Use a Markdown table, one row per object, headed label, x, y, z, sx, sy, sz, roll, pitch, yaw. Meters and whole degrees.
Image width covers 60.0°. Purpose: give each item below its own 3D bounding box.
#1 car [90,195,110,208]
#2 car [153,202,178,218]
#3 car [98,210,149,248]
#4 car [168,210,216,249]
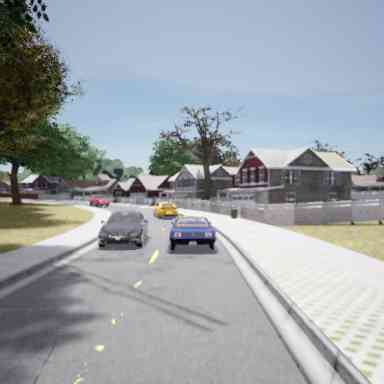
| label | x | y | z | sx | sy | sz | roll | pitch | yaw |
| --- | --- | --- | --- | --- | --- | --- | --- | --- | --- |
| car | -15.492 | 1.524 | 55.742 | 2.150 | 2.045 | 5.566 | 1 | 0 | -32 |
| car | -2.701 | 1.746 | 33.209 | 1.882 | 1.535 | 5.008 | 0 | 0 | -14 |
| car | -3.105 | 1.654 | 15.798 | 1.837 | 1.490 | 4.892 | 0 | 0 | -3 |
| car | -0.044 | 1.747 | 15.309 | 1.895 | 1.301 | 4.718 | 0 | 0 | -2 |
